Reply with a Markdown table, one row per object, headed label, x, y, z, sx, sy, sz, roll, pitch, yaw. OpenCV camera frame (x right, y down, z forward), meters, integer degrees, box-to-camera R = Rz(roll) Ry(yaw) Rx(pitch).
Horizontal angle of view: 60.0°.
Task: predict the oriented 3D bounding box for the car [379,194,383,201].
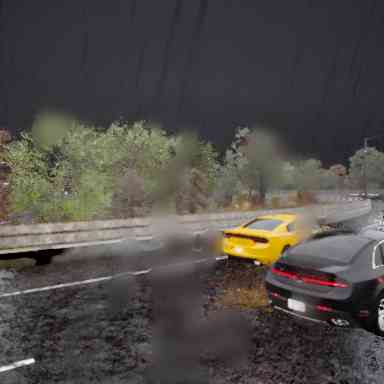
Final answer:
| label | x | y | z | sx | sy | sz | roll | pitch | yaw |
| --- | --- | --- | --- | --- | --- | --- | --- | --- | --- |
| car | 46.858 | 1.225 | 81.524 | 2.097 | 1.767 | 4.553 | 0 | 0 | 3 |

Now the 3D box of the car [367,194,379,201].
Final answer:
| label | x | y | z | sx | sy | sz | roll | pitch | yaw |
| --- | --- | --- | --- | --- | --- | --- | --- | --- | --- |
| car | 43.374 | 1.383 | 81.864 | 1.837 | 1.490 | 4.892 | 0 | 0 | 3 |

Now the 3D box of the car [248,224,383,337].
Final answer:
| label | x | y | z | sx | sy | sz | roll | pitch | yaw |
| --- | --- | --- | --- | --- | --- | --- | --- | --- | --- |
| car | 3.528 | 1.511 | 6.757 | 4.892 | 1.490 | 1.837 | -1 | 0 | -39 |

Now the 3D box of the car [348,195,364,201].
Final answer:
| label | x | y | z | sx | sy | sz | roll | pitch | yaw |
| --- | --- | --- | --- | --- | --- | --- | --- | --- | --- |
| car | 39.890 | 1.492 | 82.205 | 1.895 | 1.301 | 4.718 | 0 | 0 | 3 |

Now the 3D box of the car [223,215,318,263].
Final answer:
| label | x | y | z | sx | sy | sz | roll | pitch | yaw |
| --- | --- | --- | --- | --- | --- | --- | --- | --- | --- |
| car | 3.208 | 1.491 | 11.069 | 5.008 | 1.535 | 1.882 | 0 | 0 | -41 |
